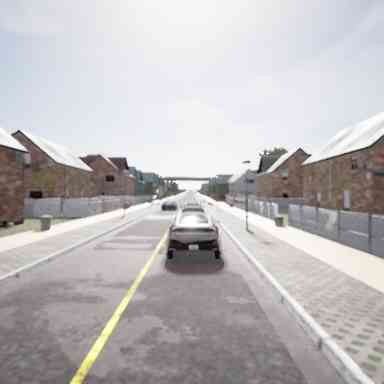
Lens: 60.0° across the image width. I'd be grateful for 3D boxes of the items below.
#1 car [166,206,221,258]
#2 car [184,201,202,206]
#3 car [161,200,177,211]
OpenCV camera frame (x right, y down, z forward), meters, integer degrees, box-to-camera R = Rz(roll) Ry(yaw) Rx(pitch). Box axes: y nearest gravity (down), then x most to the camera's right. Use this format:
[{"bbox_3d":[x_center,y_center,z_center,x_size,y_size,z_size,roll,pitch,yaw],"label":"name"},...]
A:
[{"bbox_3d":[0.072,1.516,12.827,2.128,1.511,4.902,0,0,0],"label":"car"},{"bbox_3d":[0.074,1.550,27.932,1.837,1.490,4.892,0,0,0],"label":"car"},{"bbox_3d":[-2.844,1.658,41.978,1.895,1.301,4.718,0,0,0],"label":"car"}]
